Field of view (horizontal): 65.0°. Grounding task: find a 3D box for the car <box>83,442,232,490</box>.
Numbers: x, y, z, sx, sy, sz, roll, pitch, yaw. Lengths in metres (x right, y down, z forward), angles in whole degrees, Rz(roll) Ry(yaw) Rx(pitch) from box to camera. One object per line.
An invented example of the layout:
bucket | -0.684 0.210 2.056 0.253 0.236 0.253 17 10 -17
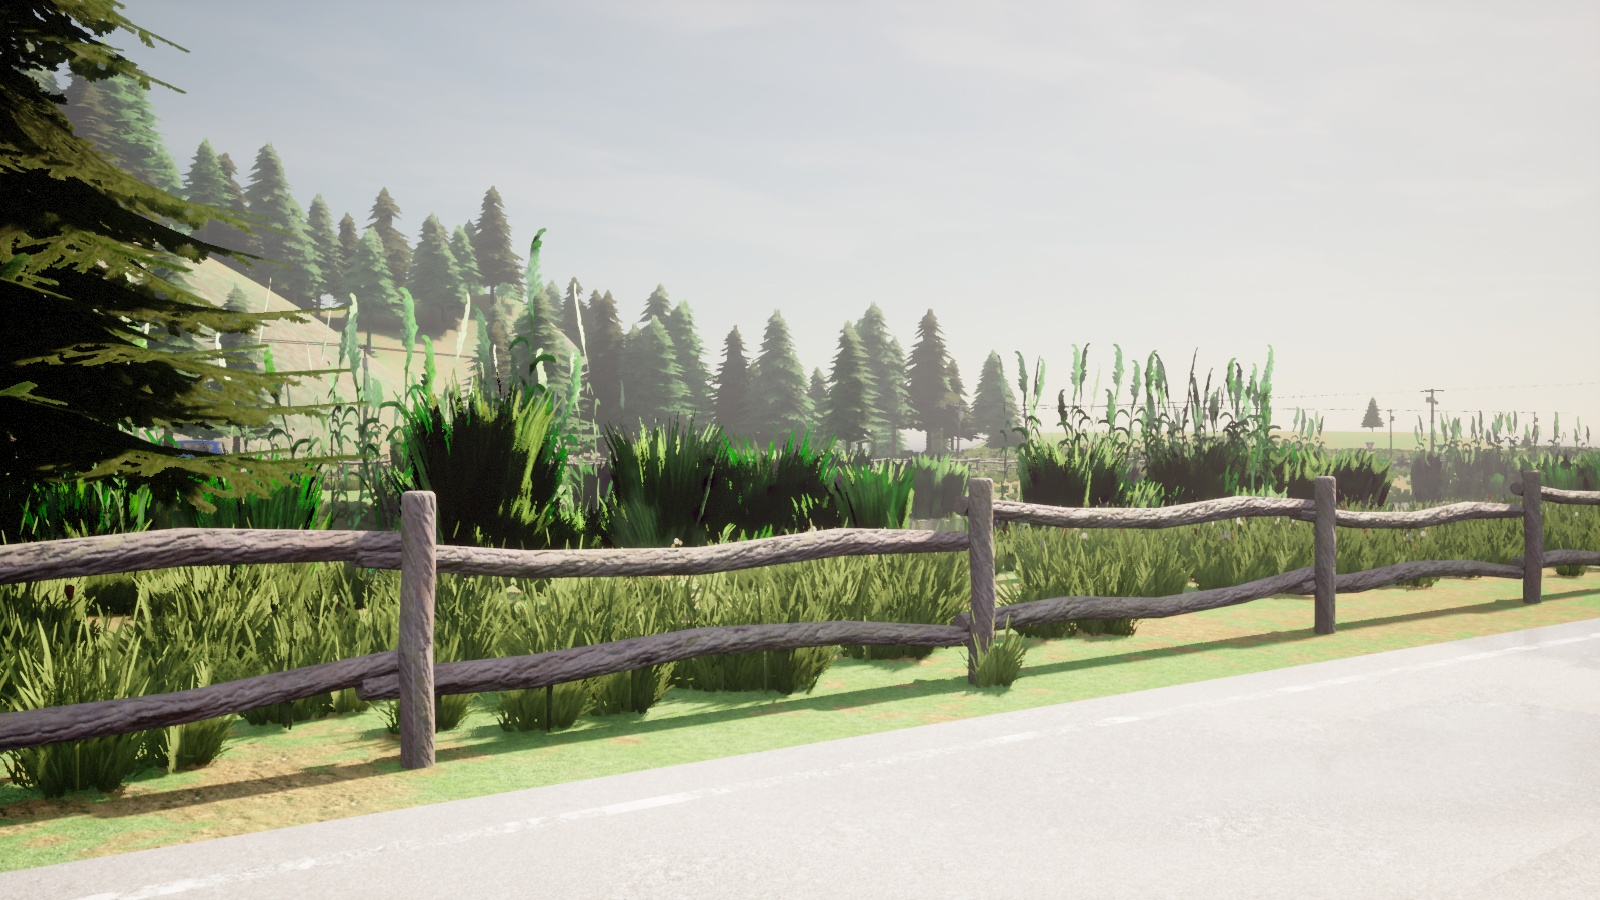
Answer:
car | -28.792 0.698 56.429 5.566 2.045 2.150 0 0 -44
